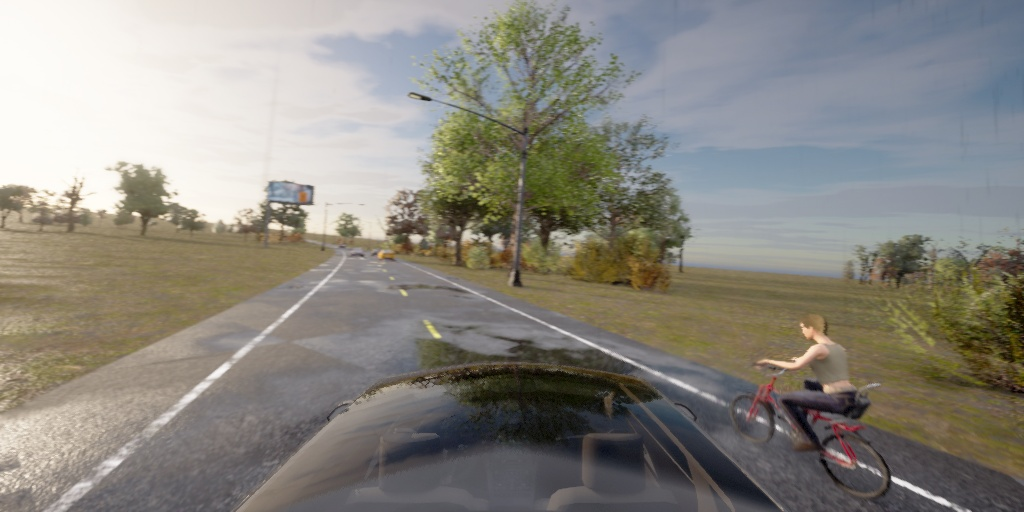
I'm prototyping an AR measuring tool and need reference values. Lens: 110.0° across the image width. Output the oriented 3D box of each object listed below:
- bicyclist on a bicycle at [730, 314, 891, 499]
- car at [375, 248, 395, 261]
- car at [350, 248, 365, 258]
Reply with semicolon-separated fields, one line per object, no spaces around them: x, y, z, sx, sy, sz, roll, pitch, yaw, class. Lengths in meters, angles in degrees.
3.036;1.398;3.781;0.866;1.612;1.509;4;0;-21;bicyclist on a bicycle
-17.796;-0.157;50.782;1.882;1.535;5.008;4;0;-24;car
-22.967;-0.486;53.366;1.812;1.442;4.674;4;0;-24;car
